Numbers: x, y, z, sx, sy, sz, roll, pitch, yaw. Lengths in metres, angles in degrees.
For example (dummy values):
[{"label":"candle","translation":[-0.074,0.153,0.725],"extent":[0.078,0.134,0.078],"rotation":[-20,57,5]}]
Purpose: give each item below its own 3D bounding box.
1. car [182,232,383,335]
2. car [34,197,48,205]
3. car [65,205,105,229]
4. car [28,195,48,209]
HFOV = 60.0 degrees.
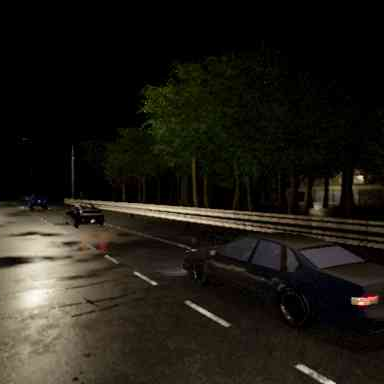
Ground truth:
[{"label":"car","translation":[1.782,1.594,7.161],"extent":[2.033,1.411,5.357],"rotation":[0,0,-30]},{"label":"car","translation":[-32.142,1.886,70.872],"extent":[1.812,1.442,4.674],"rotation":[0,0,-12]},{"label":"car","translation":[-7.448,1.615,22.910],"extent":[2.128,1.511,4.902],"rotation":[0,0,-30]},{"label":"car","translation":[-22.828,1.473,49.180],"extent":[2.150,2.045,5.566],"rotation":[0,0,-30]}]
